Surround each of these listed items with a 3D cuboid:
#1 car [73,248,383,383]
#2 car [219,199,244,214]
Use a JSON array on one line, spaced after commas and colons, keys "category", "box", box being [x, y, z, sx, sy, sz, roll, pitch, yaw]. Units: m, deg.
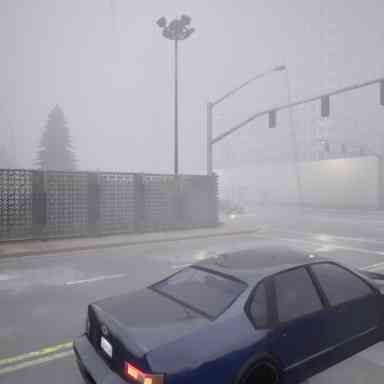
[{"category": "car", "box": [1.228, 1.547, 4.674, 5.357, 1.411, 2.033, 0, 0, -35]}, {"category": "car", "box": [3.355, 1.469, 34.713, 1.812, 1.442, 4.674, 0, 0, -35]}]
